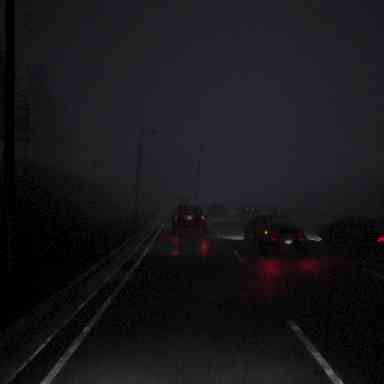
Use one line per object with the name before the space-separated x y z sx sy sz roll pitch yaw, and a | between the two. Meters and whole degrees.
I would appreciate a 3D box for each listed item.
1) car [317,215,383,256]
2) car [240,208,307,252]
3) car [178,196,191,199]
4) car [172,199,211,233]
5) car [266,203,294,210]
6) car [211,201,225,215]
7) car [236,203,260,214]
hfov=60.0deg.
car | 7.017 1.670 13.708 2.033 1.411 5.357 0 0 -1
car | 3.484 1.655 14.491 1.812 1.442 4.674 0 0 -1
car | -1.095 1.644 47.250 2.150 2.045 5.566 0 0 -2
car | -0.200 1.541 21.175 2.097 1.767 4.553 0 -1 -2
car | 9.763 1.933 37.304 1.895 1.301 4.718 0 0 -2
car | 2.712 1.836 38.578 2.128 1.511 4.902 0 0 -2
car | 6.261 1.879 37.253 2.033 1.411 5.357 0 0 -2
